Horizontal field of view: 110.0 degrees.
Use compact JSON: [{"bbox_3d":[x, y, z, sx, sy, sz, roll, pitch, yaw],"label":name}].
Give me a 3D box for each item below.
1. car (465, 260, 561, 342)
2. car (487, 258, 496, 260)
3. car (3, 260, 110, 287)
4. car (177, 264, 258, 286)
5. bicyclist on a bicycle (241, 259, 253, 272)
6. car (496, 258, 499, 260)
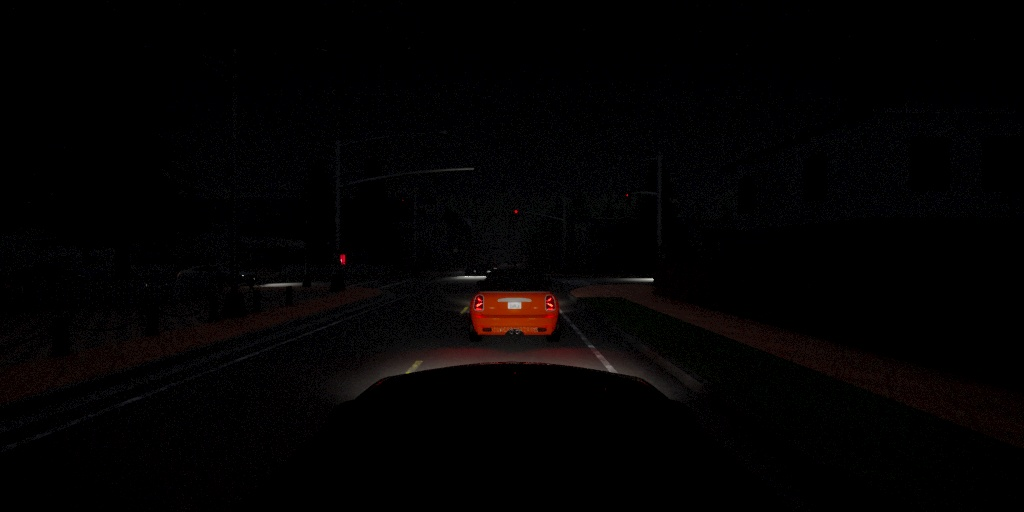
[{"bbox_3d":[0.066,1.102,9.970,2.097,1.767,4.553,0,0,0],"label":"car"},{"bbox_3d":[-3.626,1.314,49.756,1.994,1.385,4.181,0,0,0],"label":"car"},{"bbox_3d":[-30.191,1.243,24.139,5.008,1.535,1.882,0,0,-1],"label":"car"},{"bbox_3d":[-20.012,1.291,24.456,4.674,1.442,1.812,0,0,-2],"label":"car"},{"bbox_3d":[-23.577,1.066,31.814,0.582,1.620,1.656,0,0,-2],"label":"bicyclist on a bicycle"},{"bbox_3d":[-3.610,1.102,61.796,2.097,1.767,4.553,0,0,0],"label":"car"}]
